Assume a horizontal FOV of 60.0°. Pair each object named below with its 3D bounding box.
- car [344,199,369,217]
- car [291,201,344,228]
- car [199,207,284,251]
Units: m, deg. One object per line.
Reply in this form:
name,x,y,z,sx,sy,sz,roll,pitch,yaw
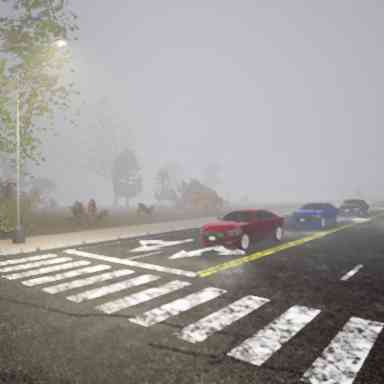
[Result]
car,14.427,1.374,29.691,1.837,1.490,4.892,-1,0,39
car,8.164,1.407,21.846,1.882,1.535,5.008,-1,0,39
car,2.310,1.464,14.516,1.882,1.535,5.008,-1,0,39
